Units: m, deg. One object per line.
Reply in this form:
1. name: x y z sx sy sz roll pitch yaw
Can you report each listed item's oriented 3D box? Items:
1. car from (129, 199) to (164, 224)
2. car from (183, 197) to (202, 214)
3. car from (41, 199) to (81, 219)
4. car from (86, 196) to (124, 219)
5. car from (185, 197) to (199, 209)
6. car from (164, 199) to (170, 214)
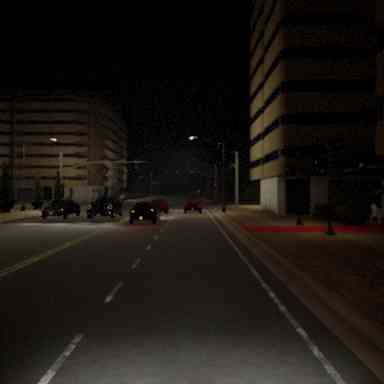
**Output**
1. car: -3.407 1.488 24.569 1.837 1.490 4.892 0 0 0
2. car: 0.072 1.502 35.629 1.812 1.442 4.674 0 0 0
3. car: -10.509 1.312 27.082 1.812 1.442 4.674 0 0 0
4. car: -7.009 1.143 27.113 2.097 1.767 4.553 0 0 0
5. car: 0.018 1.470 46.769 1.837 1.490 4.892 0 1 1
6. car: -3.411 1.454 34.956 1.882 1.535 5.008 0 0 0
